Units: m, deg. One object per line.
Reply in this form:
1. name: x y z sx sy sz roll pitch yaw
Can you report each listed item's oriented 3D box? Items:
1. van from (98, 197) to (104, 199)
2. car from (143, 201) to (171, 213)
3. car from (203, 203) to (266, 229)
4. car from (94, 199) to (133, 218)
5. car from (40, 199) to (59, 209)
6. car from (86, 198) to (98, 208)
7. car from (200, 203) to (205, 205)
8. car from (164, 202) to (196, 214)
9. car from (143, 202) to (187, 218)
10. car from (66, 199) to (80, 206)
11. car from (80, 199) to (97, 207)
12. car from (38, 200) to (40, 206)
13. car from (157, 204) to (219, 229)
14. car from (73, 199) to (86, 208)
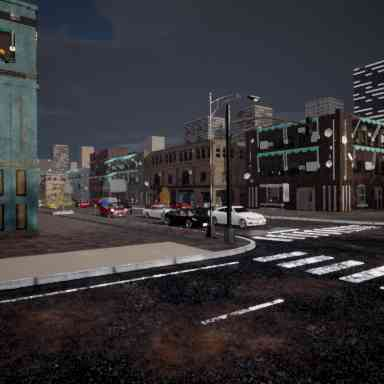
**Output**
1. van: -14.422 1.907 58.083 1.690 1.788 3.998 -1 0 -36
2. car: -4.762 1.966 44.573 1.802 1.307 4.206 -2 0 -36
3. car: 3.098 1.722 23.680 1.812 1.442 4.674 -1 0 -37
4. car: -8.365 1.846 35.196 1.967 1.590 4.097 -1 0 -36
5. car: -24.354 2.233 57.575 1.752 1.417 4.829 -1 0 -36
6. car: -17.641 1.940 62.587 2.192 1.841 5.009 -1 0 -36
7. car: 1.673 1.810 35.566 2.008 1.369 4.403 -2 0 -36
8. car: -1.545 1.904 40.070 1.802 1.307 4.206 -2 0 -36
9. car: -2.860 1.915 31.967 1.895 1.301 4.718 -1 0 -36
10. car: -27.289 2.364 76.098 1.947 1.339 4.313 -1 0 -36
11. car: -20.854 2.228 67.091 1.887 1.381 4.507 -1 0 -36
12. car: -30.889 2.376 66.721 2.008 1.369 4.403 -1 0 -36
13. car: -0.393 1.815 23.835 1.947 1.339 4.313 -2 0 -36
14. car: -20.578 2.230 62.263 1.994 1.385 4.181 -1 0 -36
